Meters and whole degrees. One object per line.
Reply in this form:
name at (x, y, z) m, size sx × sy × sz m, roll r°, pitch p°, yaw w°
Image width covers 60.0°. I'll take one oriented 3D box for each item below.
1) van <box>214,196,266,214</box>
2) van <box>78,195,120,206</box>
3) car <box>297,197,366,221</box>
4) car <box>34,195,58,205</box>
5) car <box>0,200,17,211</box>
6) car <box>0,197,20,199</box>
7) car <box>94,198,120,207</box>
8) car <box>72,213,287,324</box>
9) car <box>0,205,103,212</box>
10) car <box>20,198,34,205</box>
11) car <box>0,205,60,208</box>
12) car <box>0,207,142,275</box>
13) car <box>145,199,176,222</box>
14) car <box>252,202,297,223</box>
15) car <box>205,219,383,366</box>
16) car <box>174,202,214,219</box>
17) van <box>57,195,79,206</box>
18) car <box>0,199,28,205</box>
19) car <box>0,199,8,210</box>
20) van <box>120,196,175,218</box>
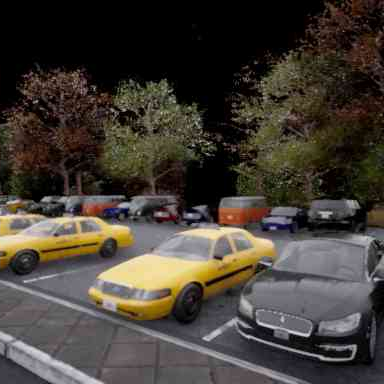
van at (3.559, 1.293, 21.811) m, size 1.878 × 1.987 × 4.442 m, roll 0°, pitch 0°, yaw 36°
van at (-7.521, 1.340, 29.901) m, size 1.878 × 1.987 × 4.442 m, roll 0°, pitch 0°, yaw 36°
car at (8.081, 1.279, 18.399) m, size 2.435 × 2.045 × 5.566 m, roll 0°, pitch 0°, yaw 36°
car at (-12.080, 1.349, 33.051) m, size 2.435 × 2.045 × 5.566 m, roll 0°, pitch 0°, yaw 36°
car at (-25.486, 1.745, 42.873) m, size 2.002 × 1.452 × 4.674 m, roll 0°, pitch 0°, yaw 36°
car at (-18.778, 1.652, 37.970) m, size 2.097 × 1.535 × 5.008 m, roll 0°, pitch 0°, yaw 36°
car at (-5.348, 1.548, 28.177) m, size 2.097 × 1.535 × 5.008 m, roll 0°, pitch 0°, yaw 36°
car at (0.216, 1.533, 7.682) m, size 1.946 × 1.575 × 5.366 m, roll 0°, pitch 0°, yaw 36°
car at (-6.289, 1.521, 12.892) m, size 1.946 × 1.575 × 5.366 m, roll 0°, pitch 0°, yaw 36°
car at (-14.317, 1.367, 34.685) m, size 2.435 × 2.045 × 5.566 m, roll 0°, pitch 0°, yaw 36°
car at (-8.637, 1.530, 14.369) m, size 2.231 × 1.521 × 4.892 m, roll 0°, pitch 0°, yaw 36°
car at (-4.366, 1.522, 11.028) m, size 1.946 × 1.575 × 5.366 m, roll 0°, pitch 0°, yaw 36°
car at (-0.862, 1.552, 24.931) m, size 2.163 × 1.488 × 4.792 m, roll 0°, pitch 0°, yaw 36°
car at (5.811, 1.553, 19.987) m, size 2.163 × 1.488 × 4.792 m, roll 0°, pitch 0°, yaw 36°
car at (2.571, 1.544, 6.200) m, size 2.231 × 1.521 × 4.892 m, roll 0°, pitch 0°, yaw 36°
car at (1.270, 1.548, 23.374) m, size 2.163 × 1.488 × 4.792 m, roll 0°, pitch 0°, yaw 36°
van at (-9.896, 1.357, 31.346) m, size 1.878 × 1.987 × 4.442 m, roll 0°, pitch 0°, yaw 36°
car at (-10.861, 1.415, 16.039) m, size 2.185 × 1.767 × 4.553 m, roll 0°, pitch 0°, yaw 36°
car at (-27.727, 1.722, 44.505) m, size 2.097 × 1.535 × 5.008 m, roll 0°, pitch 0°, yaw 36°
van at (-3.166, 1.308, 26.443) m, size 1.878 × 1.987 × 4.442 m, roll 0°, pitch 0°, yaw 36°
